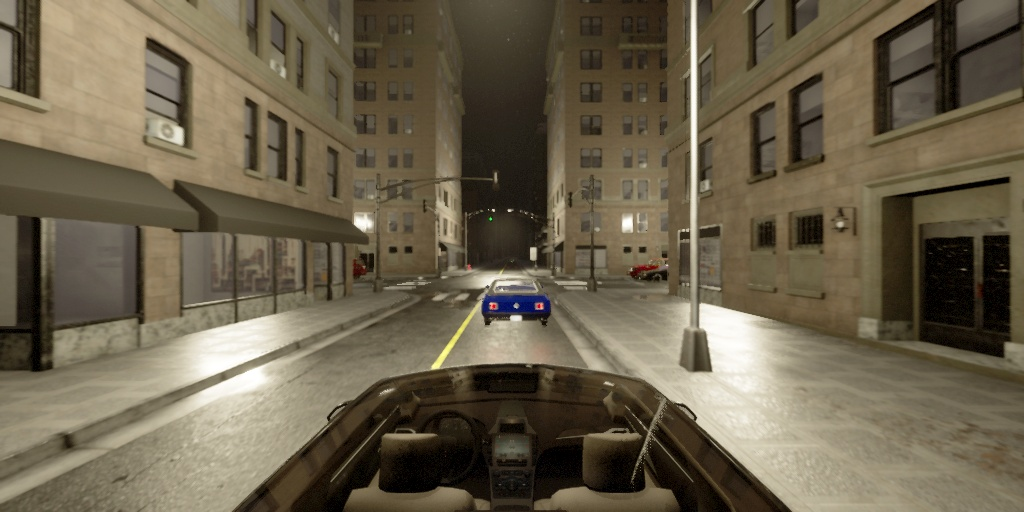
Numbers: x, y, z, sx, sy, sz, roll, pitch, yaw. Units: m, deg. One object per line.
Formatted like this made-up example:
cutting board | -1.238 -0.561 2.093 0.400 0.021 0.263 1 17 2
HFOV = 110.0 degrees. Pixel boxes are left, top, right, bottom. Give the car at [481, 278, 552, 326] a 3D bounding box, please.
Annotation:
car | 0.076 1.354 11.668 1.895 1.301 4.718 0 0 -1

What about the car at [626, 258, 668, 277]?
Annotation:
car | 12.268 1.089 30.050 5.009 1.841 2.192 0 0 0

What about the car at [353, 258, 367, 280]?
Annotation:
car | -14.788 1.096 30.046 5.009 1.841 2.192 0 0 0

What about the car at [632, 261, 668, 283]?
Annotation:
car | 12.455 1.313 27.516 5.357 1.411 2.033 0 0 0
